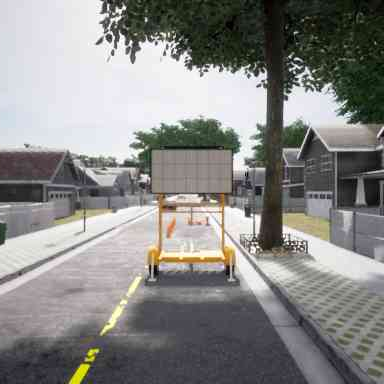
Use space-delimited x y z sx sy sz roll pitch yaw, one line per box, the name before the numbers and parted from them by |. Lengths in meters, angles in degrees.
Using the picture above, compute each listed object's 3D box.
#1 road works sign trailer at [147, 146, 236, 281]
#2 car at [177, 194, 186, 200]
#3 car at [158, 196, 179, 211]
road works sign trailer | -0.007 0.462 9.785 2.380 3.560 2.880 0 0 0
car | -2.869 1.155 89.747 2.150 2.045 5.566 0 0 0
car | -2.902 1.523 40.102 1.994 1.385 4.181 0 0 0
